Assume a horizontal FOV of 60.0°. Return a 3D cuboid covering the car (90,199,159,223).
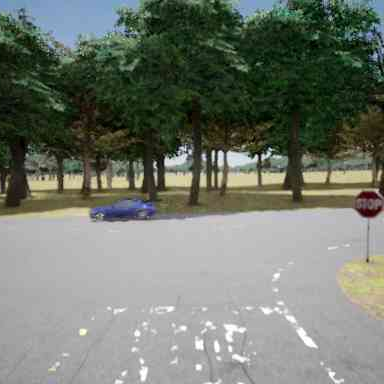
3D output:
[{"bbox_3d":[-4.679,1.252,23.100,4.674,1.442,1.812,-2,2,-1],"label":"car"}]
